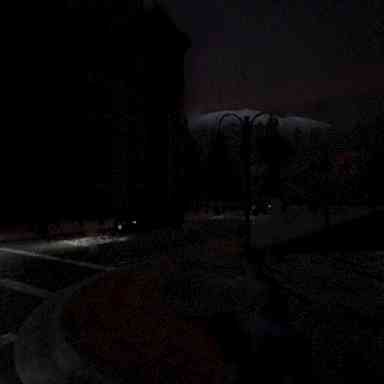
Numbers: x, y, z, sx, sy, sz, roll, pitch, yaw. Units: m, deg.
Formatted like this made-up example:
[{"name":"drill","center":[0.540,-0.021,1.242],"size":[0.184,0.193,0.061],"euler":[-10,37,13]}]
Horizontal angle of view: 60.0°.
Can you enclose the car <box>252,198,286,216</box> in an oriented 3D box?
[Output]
[{"name":"car","center":[7.916,1.482,34.048],"size":[2.097,1.767,4.553],"euler":[-1,0,36]}]

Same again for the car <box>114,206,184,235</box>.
[{"name":"car","center":[-2.438,1.625,19.839],"size":[2.128,1.511,4.902],"euler":[-1,0,36]}]
